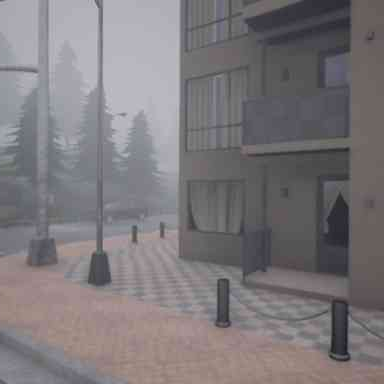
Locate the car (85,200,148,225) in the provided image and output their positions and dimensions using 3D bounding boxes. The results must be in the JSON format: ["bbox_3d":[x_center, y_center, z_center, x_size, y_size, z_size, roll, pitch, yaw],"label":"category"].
[{"bbox_3d":[-5.246,1.371,23.700,1.882,1.535,5.008,0,0,35],"label":"car"}]
